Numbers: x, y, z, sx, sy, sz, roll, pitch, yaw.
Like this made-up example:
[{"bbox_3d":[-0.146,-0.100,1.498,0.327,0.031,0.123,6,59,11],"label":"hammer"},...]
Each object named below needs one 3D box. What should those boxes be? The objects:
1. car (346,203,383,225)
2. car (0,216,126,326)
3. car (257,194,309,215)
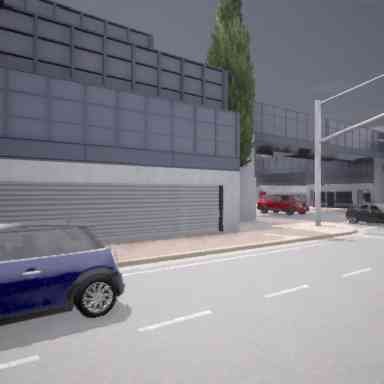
[{"bbox_3d":[12.482,1.525,22.043,1.837,1.490,4.892,1,-1,-17],"label":"car"},{"bbox_3d":[-3.574,1.352,5.797,4.553,1.767,2.097,0,0,-36],"label":"car"},{"bbox_3d":[9.184,1.245,34.021,2.150,2.045,5.566,0,0,-35],"label":"car"}]
